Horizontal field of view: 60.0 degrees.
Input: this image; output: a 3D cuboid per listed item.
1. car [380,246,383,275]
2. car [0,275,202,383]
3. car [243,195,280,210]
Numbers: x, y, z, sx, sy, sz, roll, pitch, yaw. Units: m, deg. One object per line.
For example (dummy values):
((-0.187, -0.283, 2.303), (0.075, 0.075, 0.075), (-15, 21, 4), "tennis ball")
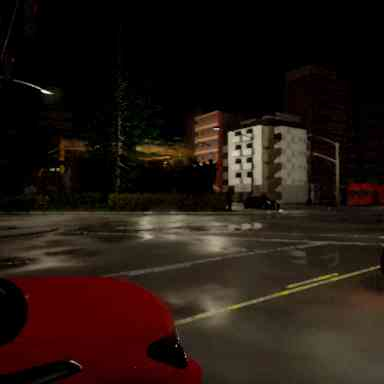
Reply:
((6.549, 1.489, 8.427), (4.674, 1.442, 1.812), (-1, 0, -35), "car")
((-2.570, 1.218, 1.909), (5.566, 2.045, 2.150), (0, 0, -35), "car")
((8.082, 1.180, 38.939), (2.097, 1.767, 4.553), (-1, 0, -35), "car")
